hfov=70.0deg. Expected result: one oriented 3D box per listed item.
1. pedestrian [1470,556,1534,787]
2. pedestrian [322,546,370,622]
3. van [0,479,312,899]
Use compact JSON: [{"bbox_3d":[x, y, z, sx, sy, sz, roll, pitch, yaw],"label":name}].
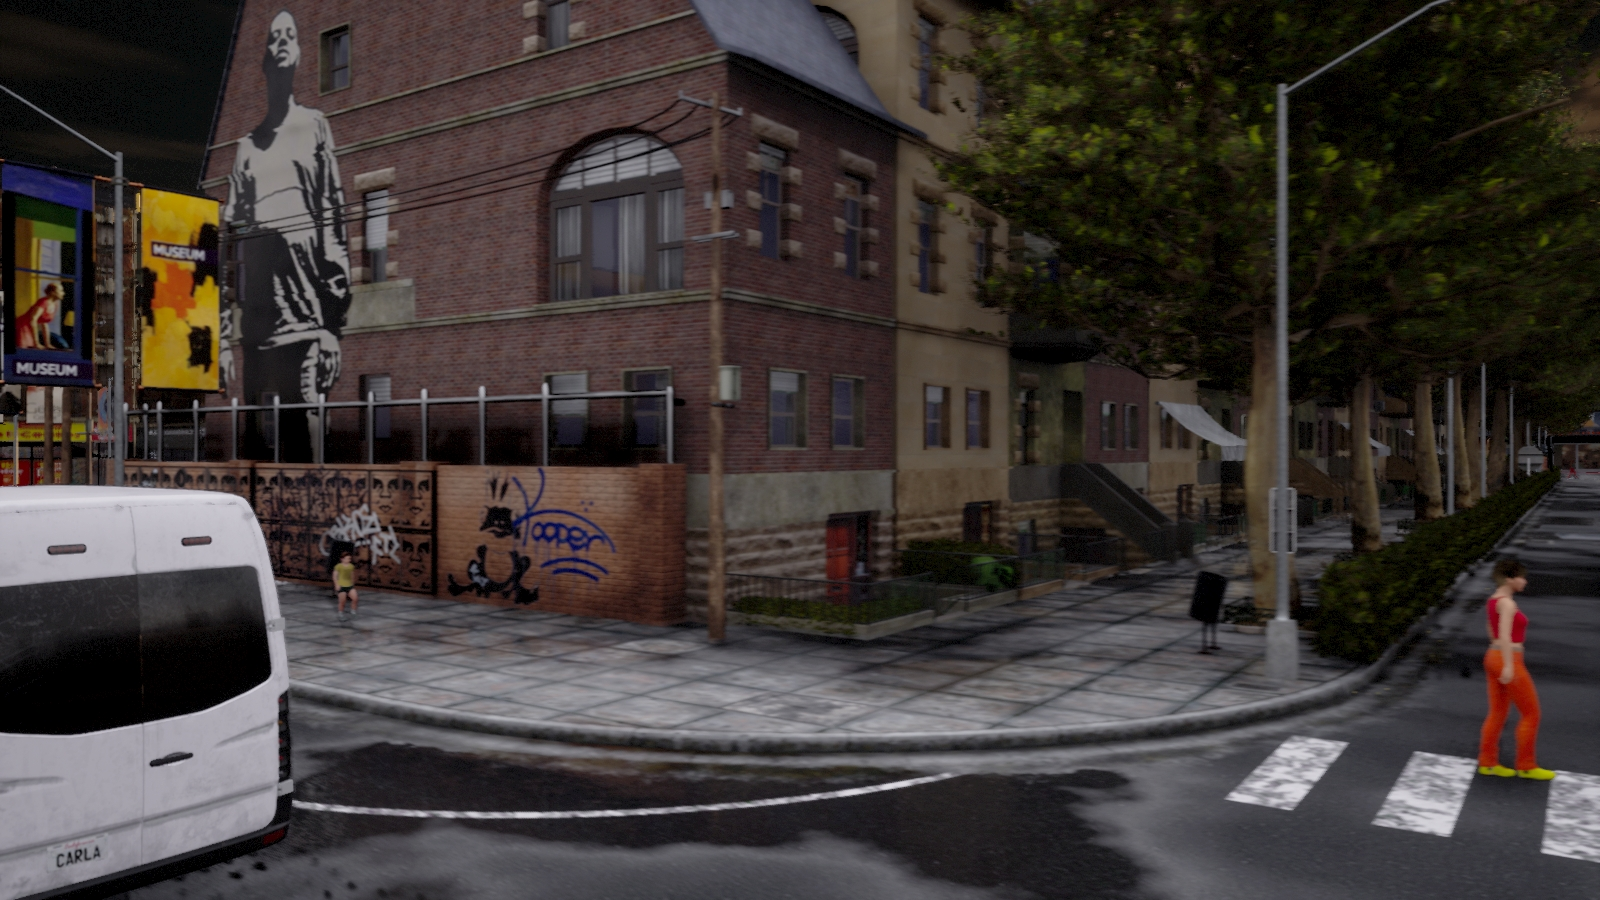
[{"bbox_3d":[5.930,1.849,9.665,0.375,1.860,0.375,0,0,16],"label":"pedestrian"},{"bbox_3d":[-7.060,2.076,17.762,0.500,1.100,0.500,0,0,37],"label":"pedestrian"},{"bbox_3d":[-6.044,1.534,8.032,5.915,2.561,1.988,0,0,35],"label":"van"}]
